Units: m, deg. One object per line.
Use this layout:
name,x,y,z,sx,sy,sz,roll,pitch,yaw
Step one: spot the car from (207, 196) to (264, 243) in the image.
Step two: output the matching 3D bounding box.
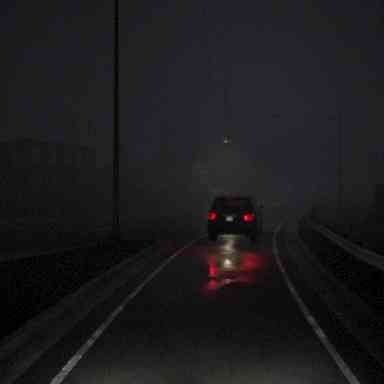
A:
car,2.233,1.192,16.261,2.150,2.045,5.566,0,0,15

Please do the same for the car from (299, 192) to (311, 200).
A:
car,29.349,1.405,86.852,1.812,1.442,4.674,0,0,34

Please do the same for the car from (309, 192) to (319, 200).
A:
car,32.035,1.391,84.569,1.837,1.490,4.892,0,0,34

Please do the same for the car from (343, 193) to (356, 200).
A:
car,40.632,1.451,84.865,2.033,1.411,5.357,0,0,34

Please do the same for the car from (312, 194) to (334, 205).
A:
car,22.681,1.454,57.617,1.812,1.442,4.674,0,0,33

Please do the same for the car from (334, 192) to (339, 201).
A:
car,35.165,1.257,82.956,2.097,1.767,4.553,0,0,34
